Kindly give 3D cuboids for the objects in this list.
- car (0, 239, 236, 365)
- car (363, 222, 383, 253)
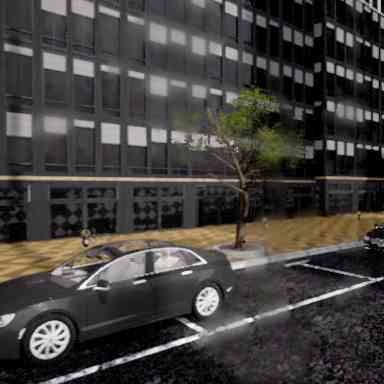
[{"bbox_3d":[-1.210,1.548,5.706,4.403,1.369,2.008,0,0,-35],"label":"car"},{"bbox_3d":[8.044,1.534,12.306,4.403,1.369,2.008,0,0,-35],"label":"car"}]
